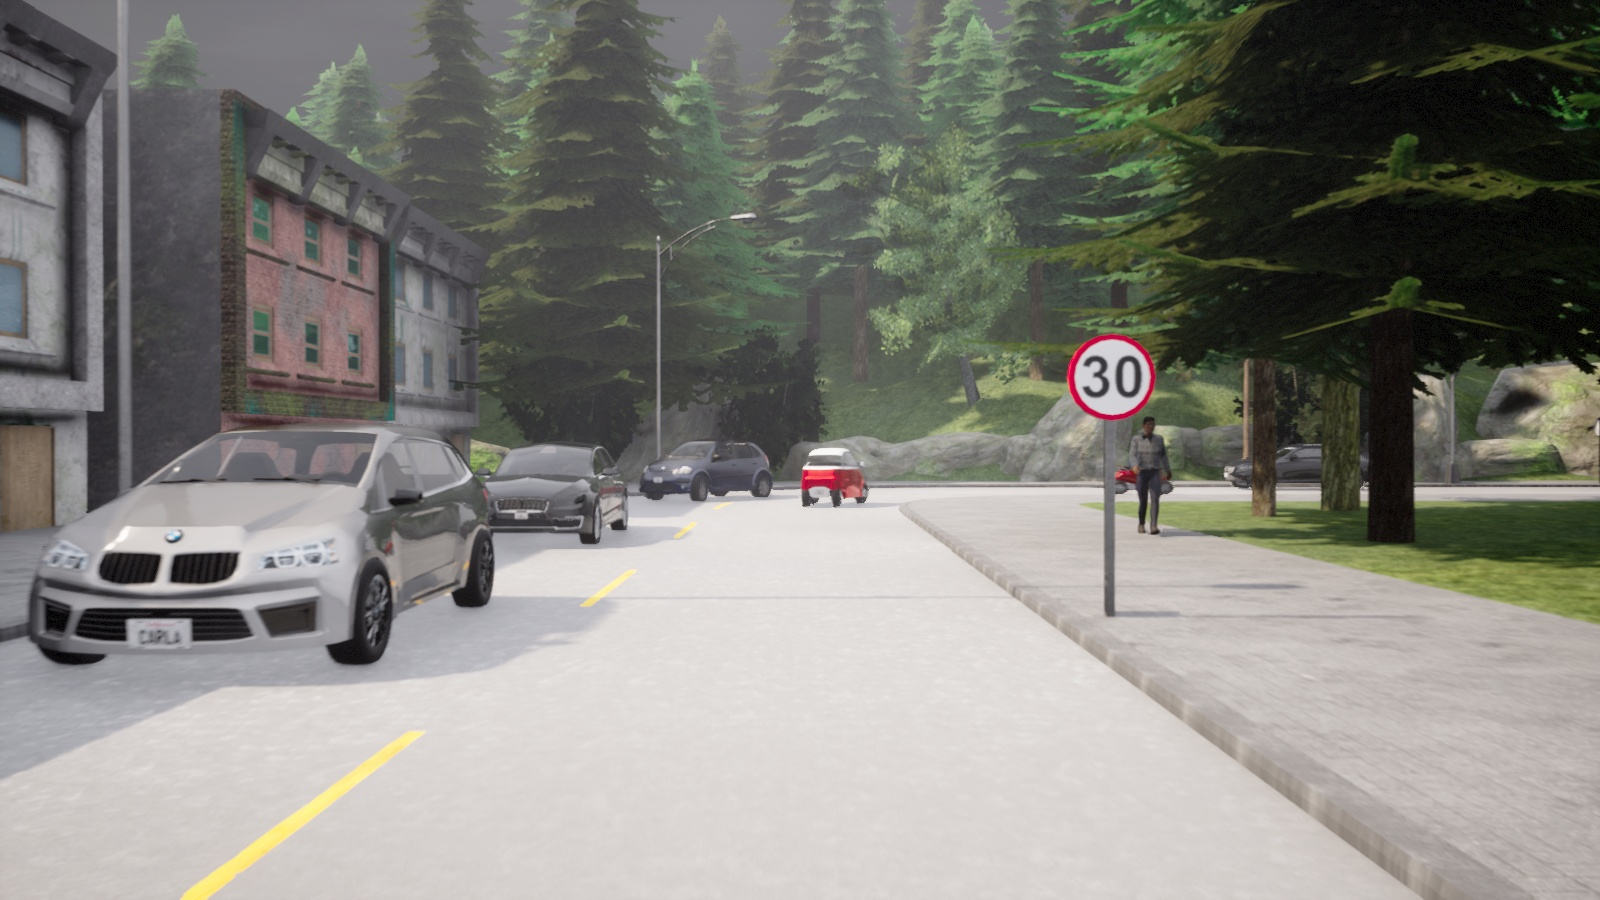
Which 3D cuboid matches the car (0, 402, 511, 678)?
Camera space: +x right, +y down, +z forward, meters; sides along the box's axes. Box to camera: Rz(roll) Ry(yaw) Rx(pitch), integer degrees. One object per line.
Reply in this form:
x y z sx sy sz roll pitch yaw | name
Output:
-3.930 0.532 9.908 2.242 1.667 4.611 0 0 0 | car

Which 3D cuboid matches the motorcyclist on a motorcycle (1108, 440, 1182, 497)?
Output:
9.741 0.508 35.448 1.817 1.590 0.866 0 1 -5 | motorcyclist on a motorcycle

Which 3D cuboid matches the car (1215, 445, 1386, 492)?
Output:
15.713 0.562 39.601 4.674 1.442 1.812 0 0 0 | car

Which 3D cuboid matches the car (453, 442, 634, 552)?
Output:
-3.881 0.635 19.829 1.837 1.490 4.892 0 1 0 | car

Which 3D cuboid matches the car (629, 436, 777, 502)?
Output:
-2.492 0.458 33.150 1.851 1.617 3.988 0 0 34 | car

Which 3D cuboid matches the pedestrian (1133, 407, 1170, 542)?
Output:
5.205 0.355 18.636 0.423 1.949 0.788 0 0 8 | pedestrian

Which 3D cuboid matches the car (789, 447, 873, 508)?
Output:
0.771 0.633 30.141 1.481 1.376 2.207 -1 0 16 | car
